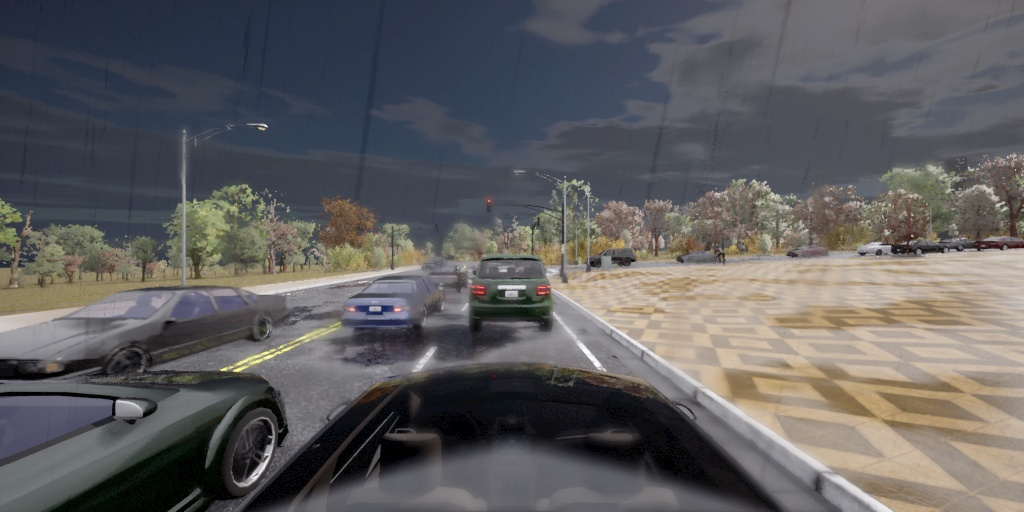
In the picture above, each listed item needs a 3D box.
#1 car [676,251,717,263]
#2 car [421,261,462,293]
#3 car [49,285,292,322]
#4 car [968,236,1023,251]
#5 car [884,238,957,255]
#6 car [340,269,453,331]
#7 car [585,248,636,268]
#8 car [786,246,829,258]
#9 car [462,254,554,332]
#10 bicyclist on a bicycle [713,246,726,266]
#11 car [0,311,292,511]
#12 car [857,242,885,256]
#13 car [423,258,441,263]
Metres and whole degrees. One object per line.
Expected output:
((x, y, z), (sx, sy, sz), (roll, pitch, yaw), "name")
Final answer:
((21.211, 0.104, 41.265), (4.181, 1.385, 1.994), (-3, 0, -3), "car")
((-3.624, 1.257, 20.768), (2.128, 1.511, 4.902), (0, 0, 0), "car")
((-6.676, 1.299, 7.028), (2.033, 1.411, 5.357), (0, 0, -1), "car")
((51.156, -1.316, 37.365), (5.008, 1.535, 1.882), (-3, 0, -7), "car")
((41.237, -0.879, 36.232), (5.008, 1.535, 1.882), (-3, 0, -5), "car")
((-3.311, 1.303, 11.022), (2.033, 1.411, 5.357), (0, 0, -1), "car")
((11.182, 0.219, 40.726), (5.566, 2.045, 2.150), (-3, 0, -3), "car")
((34.827, -0.512, 42.285), (4.181, 1.385, 1.994), (-3, 0, -5), "car")
((-0.063, 0.977, 11.020), (2.150, 2.045, 5.566), (0, 0, -1), "car")
((17.399, 0.004, 30.125), (0.582, 1.620, 1.656), (-2, 0, -3), "bicyclist on a bicycle")
((-3.173, 1.314, 1.800), (1.994, 1.385, 4.181), (0, 0, 0), "car")
((40.574, -0.805, 39.431), (4.674, 1.442, 1.812), (-3, 0, -6), "car")
((-12.545, 1.406, 54.750), (1.994, 1.385, 4.181), (0, 0, -5), "car")
